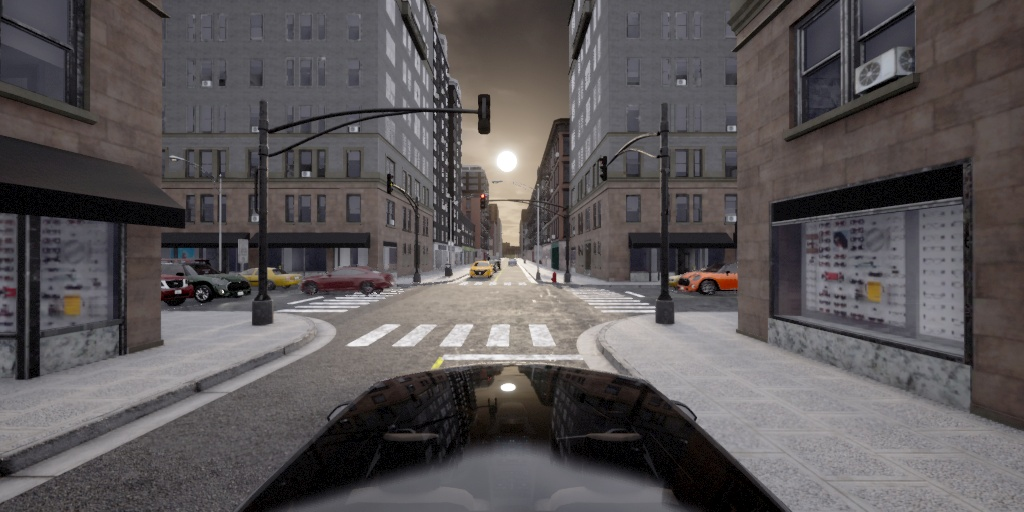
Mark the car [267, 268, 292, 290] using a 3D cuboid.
[{"bbox_3d":[-15.234,1.280,21.531,4.829,1.417,1.751,0,0,0],"label":"car"}]

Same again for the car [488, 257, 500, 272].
[{"bbox_3d":[-2.814,1.246,44.258,1.837,1.490,4.892,0,0,0],"label":"car"}]

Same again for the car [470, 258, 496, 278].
[{"bbox_3d":[-2.820,1.223,33.855,1.882,1.535,5.008,0,0,0],"label":"car"}]

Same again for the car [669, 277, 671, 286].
[{"bbox_3d":[11.650,1.305,21.471,4.829,1.417,1.751,0,0,0],"label":"car"}]

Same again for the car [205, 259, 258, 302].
[{"bbox_3d":[-14.378,1.084,16.045,4.553,1.767,2.097,0,0,0],"label":"car"}]

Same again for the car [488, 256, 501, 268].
[{"bbox_3d":[-2.799,0.955,54.851,2.150,2.045,5.566,0,0,0],"label":"car"}]

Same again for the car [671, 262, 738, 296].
[{"bbox_3d":[11.274,1.121,18.967,4.553,1.767,2.097,0,0,1],"label":"car"}]

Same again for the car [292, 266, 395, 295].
[{"bbox_3d":[-8.616,1.276,18.972,4.674,1.442,1.812,0,0,0],"label":"car"}]

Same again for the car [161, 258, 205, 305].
[{"bbox_3d":[-15.090,1.035,13.505,5.009,1.841,2.192,0,0,0],"label":"car"}]
